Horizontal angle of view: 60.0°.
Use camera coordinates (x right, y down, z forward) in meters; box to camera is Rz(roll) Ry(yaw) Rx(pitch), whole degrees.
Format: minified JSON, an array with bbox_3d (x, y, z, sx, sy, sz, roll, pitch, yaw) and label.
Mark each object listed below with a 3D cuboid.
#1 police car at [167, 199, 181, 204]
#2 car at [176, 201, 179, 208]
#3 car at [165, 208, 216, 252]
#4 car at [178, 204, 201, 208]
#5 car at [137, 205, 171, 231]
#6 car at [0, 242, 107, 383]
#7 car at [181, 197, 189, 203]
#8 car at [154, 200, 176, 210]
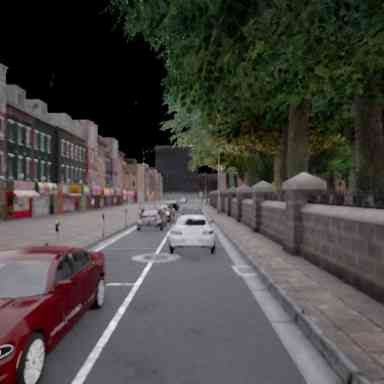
[{"bbox_3d":[-2.980,1.881,47.822,1.930,1.638,5.238,0,-1,0],"label":"police car"},{"bbox_3d":[-2.619,1.902,33.662,1.802,1.307,4.206,0,-1,0],"label":"car"},{"bbox_3d":[0.012,1.663,14.405,1.812,1.442,4.674,0,0,0],"label":"car"},{"bbox_3d":[0.019,1.878,29.108,1.895,1.301,4.718,0,-1,0],"label":"car"},{"bbox_3d":[-2.626,1.794,22.312,1.802,1.307,4.206,0,-1,0],"label":"car"},{"bbox_3d":[-2.636,1.596,5.287,1.887,1.381,4.507,0,-1,0],"label":"car"},{"bbox_3d":[-2.583,2.444,94.476,1.752,1.417,4.829,0,-1,0],"label":"car"},{"bbox_3d":[-2.622,1.706,27.989,1.967,1.590,4.097,0,-1,0],"label":"car"}]
